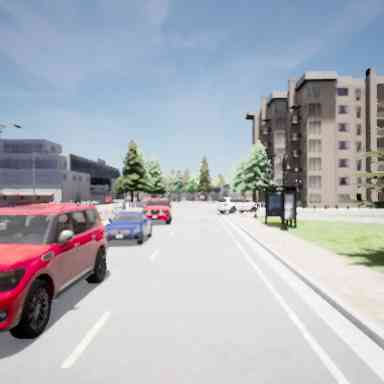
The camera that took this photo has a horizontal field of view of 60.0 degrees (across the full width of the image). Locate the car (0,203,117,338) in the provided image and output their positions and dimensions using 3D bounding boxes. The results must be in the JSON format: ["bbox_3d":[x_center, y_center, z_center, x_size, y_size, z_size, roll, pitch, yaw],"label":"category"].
[{"bbox_3d":[-3.450,1.304,7.126,2.150,2.045,5.566,0,-1,2],"label":"car"}]

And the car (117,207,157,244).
[{"bbox_3d":[-3.143,1.724,16.967,1.812,1.442,4.674,0,-1,1],"label":"car"}]

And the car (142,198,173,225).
[{"bbox_3d":[-2.800,1.546,27.698,2.150,2.045,5.566,0,-1,-1],"label":"car"}]

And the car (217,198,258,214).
[{"bbox_3d":[5.677,1.711,41.353,5.566,2.045,2.150,0,-1,-32],"label":"car"}]

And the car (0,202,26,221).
[{"bbox_3d":[-16.663,1.708,29.538,1.845,1.501,3.633,0,-1,2],"label":"car"}]
